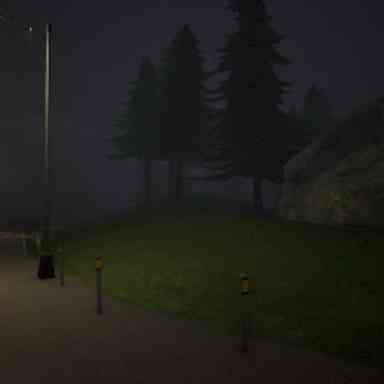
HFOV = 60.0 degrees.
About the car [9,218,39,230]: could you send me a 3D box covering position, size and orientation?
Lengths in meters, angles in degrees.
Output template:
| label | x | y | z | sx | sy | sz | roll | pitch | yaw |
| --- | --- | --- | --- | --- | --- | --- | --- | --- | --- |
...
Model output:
| label | x | y | z | sx | sy | sz | roll | pitch | yaw |
| --- | --- | --- | --- | --- | --- | --- | --- | --- | --- |
| car | -20.284 | 3.857 | 40.416 | 2.128 | 1.511 | 4.902 | 1 | -4 | -1 |
